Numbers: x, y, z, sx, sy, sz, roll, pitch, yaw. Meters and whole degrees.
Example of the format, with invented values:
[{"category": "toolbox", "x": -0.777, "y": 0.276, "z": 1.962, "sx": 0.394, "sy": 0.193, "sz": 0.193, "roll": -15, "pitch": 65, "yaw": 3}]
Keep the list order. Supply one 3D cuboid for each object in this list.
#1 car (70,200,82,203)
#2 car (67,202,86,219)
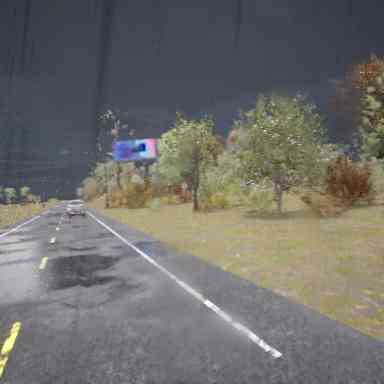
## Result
[{"category": "car", "x": -16.642, "y": 2.226, "z": 47.806, "sx": 2.150, "sy": 2.045, "sz": 5.566, "roll": -4, "pitch": 0, "yaw": -20}, {"category": "car", "x": -13.884, "y": 2.384, "z": 40.388, "sx": 2.033, "sy": 1.411, "sz": 5.357, "roll": -4, "pitch": 0, "yaw": -19}]
